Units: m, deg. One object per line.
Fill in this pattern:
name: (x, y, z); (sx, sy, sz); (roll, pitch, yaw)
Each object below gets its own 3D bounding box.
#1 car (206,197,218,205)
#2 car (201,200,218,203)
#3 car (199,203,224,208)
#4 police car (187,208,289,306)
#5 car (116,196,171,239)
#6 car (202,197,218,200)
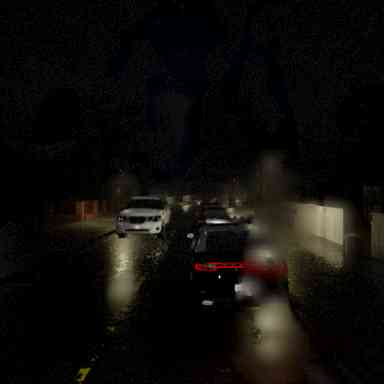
car: (3.758, 1.651, 61.045); (1.895, 1.301, 4.718); (0, 0, 7)
car: (1.424, 1.537, 24.040); (1.812, 1.442, 4.674); (0, 0, 3)
car: (1.166, 1.533, 18.071); (1.812, 1.442, 4.674); (0, 0, 2)
police car: (0.896, 1.428, 8.228); (1.930, 1.638, 5.238); (0, 0, 1)
car: (-2.379, 1.229, 17.730); (2.150, 2.045, 5.566); (0, 0, 2)
car: (2.190, 1.523, 45.887); (2.128, 1.511, 4.902); (0, 0, 6)
